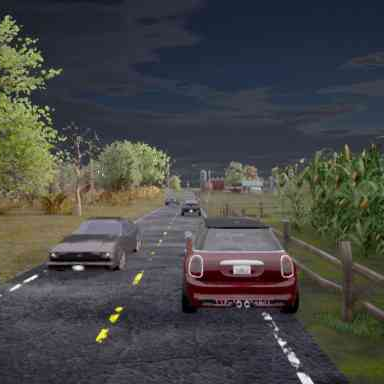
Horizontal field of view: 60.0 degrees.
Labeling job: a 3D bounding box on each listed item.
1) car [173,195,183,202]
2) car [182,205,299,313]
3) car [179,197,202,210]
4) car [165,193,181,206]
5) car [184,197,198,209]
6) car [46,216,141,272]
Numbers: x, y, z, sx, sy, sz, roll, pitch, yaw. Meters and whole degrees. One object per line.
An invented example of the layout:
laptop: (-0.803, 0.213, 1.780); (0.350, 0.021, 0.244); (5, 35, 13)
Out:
car: (-3.052, 1.459, 73.713); (1.994, 1.385, 4.181); (0, 0, 0)
car: (0.871, 1.350, 7.808); (2.097, 1.767, 4.553); (0, 0, 0)
car: (-0.076, 1.485, 33.137); (1.837, 1.490, 4.892); (0, 0, 0)
car: (-3.060, 1.170, 52.420); (2.150, 2.045, 5.566); (0, 0, 0)
car: (-0.124, 1.467, 45.911); (1.837, 1.490, 4.892); (0, 0, 0)
car: (-2.894, 1.545, 11.120); (2.033, 1.411, 5.357); (0, 0, 0)
